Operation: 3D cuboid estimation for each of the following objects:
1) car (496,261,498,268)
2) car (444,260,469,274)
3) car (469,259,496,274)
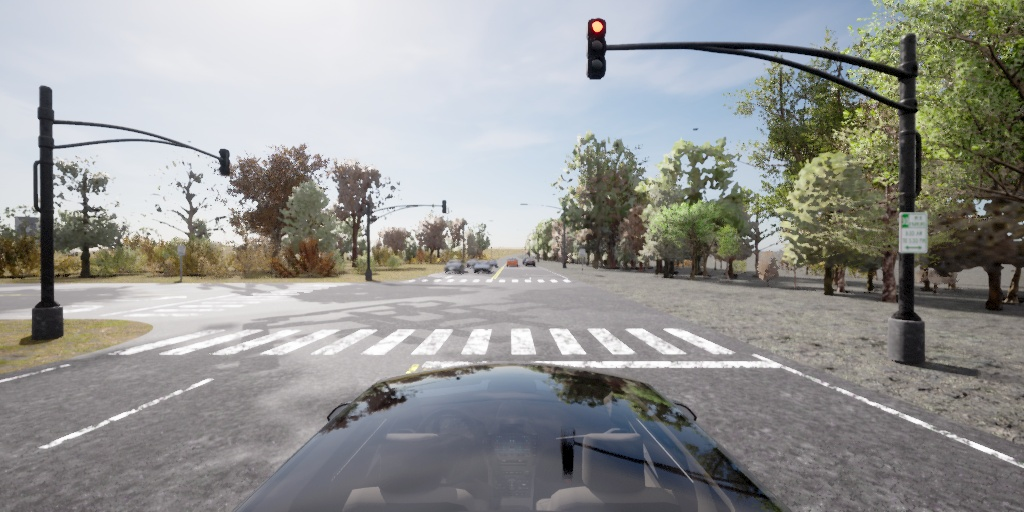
[{"bbox_3d":[-3.308,1.311,58.479,1.994,1.385,4.181,0,0,0],"label":"car"},{"bbox_3d":[-6.582,1.238,41.377,2.128,1.511,4.902,0,0,0],"label":"car"},{"bbox_3d":[-3.335,1.294,41.390,2.033,1.411,5.357,0,0,0],"label":"car"}]
